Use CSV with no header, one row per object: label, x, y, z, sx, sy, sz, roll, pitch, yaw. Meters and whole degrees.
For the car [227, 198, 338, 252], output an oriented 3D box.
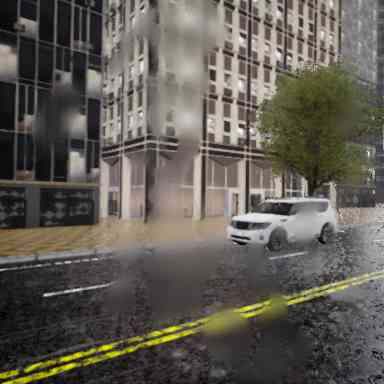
car,4.125,1.286,14.616,5.566,2.045,2.150,0,0,-36
